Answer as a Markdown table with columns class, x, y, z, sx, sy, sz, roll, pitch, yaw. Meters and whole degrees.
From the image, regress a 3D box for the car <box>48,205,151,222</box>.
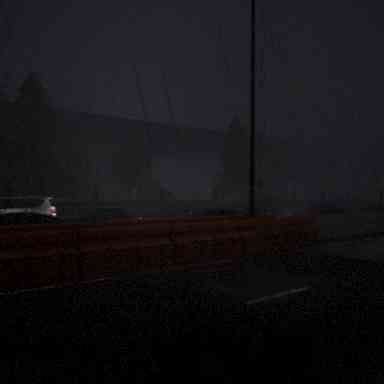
| class | x | y | z | sx | sy | sz | roll | pitch | yaw |
| --- | --- | --- | --- | --- | --- | --- | --- | --- | --- |
| car | -4.853 | 1.574 | 17.685 | 4.674 | 1.442 | 1.812 | 1 | 0 | -35 |

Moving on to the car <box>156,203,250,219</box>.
| class | x | y | z | sx | sy | sz | roll | pitch | yaw |
| --- | --- | --- | --- | --- | --- | --- | --- | --- | --- |
| car | 0.915 | 1.562 | 17.473 | 5.008 | 1.535 | 1.882 | 1 | 0 | -35 |

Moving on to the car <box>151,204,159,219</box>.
| class | x | y | z | sx | sy | sz | roll | pitch | yaw |
| --- | --- | --- | --- | --- | --- | --- | --- | --- | --- |
| car | -2.275 | 1.584 | 23.756 | 4.902 | 1.511 | 2.128 | 1 | 0 | -35 |

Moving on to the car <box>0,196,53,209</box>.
| class | x | y | z | sx | sy | sz | roll | pitch | yaw |
| --- | --- | --- | --- | --- | --- | --- | --- | --- | --- |
| car | -10.336 | 1.237 | 18.091 | 5.566 | 2.045 | 2.150 | 1 | 0 | -35 |

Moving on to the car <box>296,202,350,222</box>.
| class | x | y | z | sx | sy | sz | roll | pitch | yaw |
| --- | --- | --- | --- | --- | --- | --- | --- | --- | --- |
| car | 11.599 | 1.699 | 29.336 | 4.902 | 1.511 | 2.128 | 1 | 0 | -35 |

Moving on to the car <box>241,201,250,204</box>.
| class | x | y | z | sx | sy | sz | roll | pitch | yaw |
| --- | --- | --- | --- | --- | --- | --- | --- | --- | --- |
| car | 3.390 | 1.620 | 23.481 | 4.902 | 1.511 | 2.128 | 1 | 0 | -35 |

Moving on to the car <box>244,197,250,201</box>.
| class | x | y | z | sx | sy | sz | roll | pitch | yaw |
| --- | --- | --- | --- | --- | --- | --- | --- | --- | --- |
| car | 5.805 | 1.392 | 29.503 | 5.566 | 2.045 | 2.150 | 1 | 0 | -35 |

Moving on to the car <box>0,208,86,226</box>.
| class | x | y | z | sx | sy | sz | roll | pitch | yaw |
| --- | --- | --- | --- | --- | --- | --- | --- | --- | --- |
| car | -6.674 | 1.516 | 12.068 | 4.892 | 1.490 | 1.837 | 1 | 0 | -36 |

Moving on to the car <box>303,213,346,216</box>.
| class | x | y | z | sx | sy | sz | roll | pitch | yaw |
| --- | --- | --- | --- | --- | --- | --- | --- | --- | --- |
| car | 9.062 | 1.764 | 23.228 | 4.718 | 1.301 | 1.895 | 1 | 0 | -35 |
